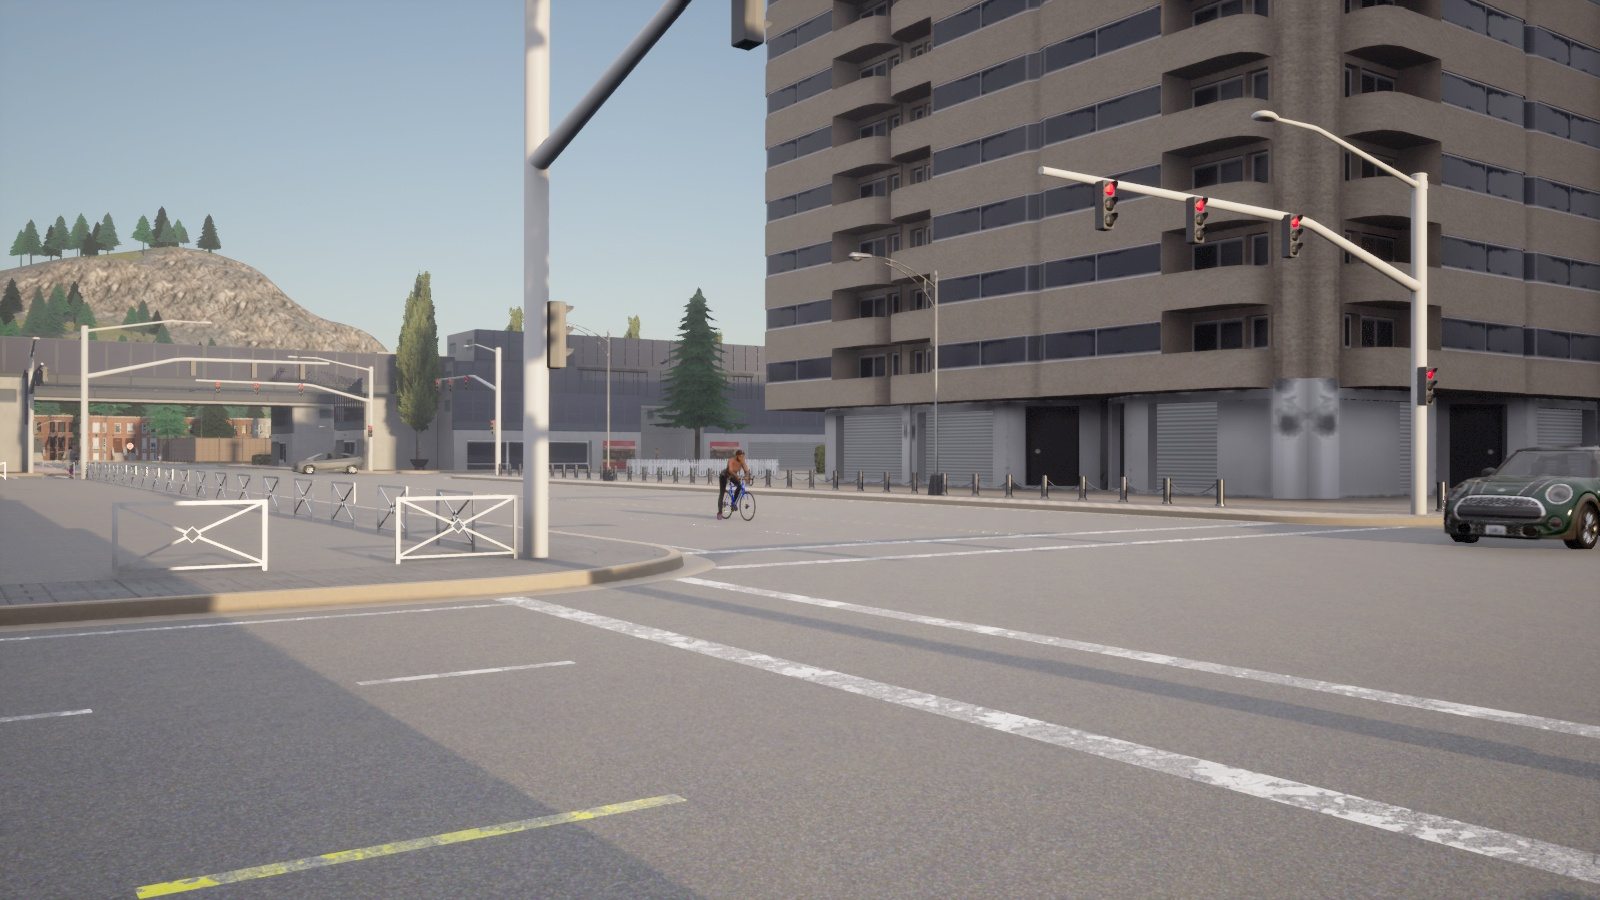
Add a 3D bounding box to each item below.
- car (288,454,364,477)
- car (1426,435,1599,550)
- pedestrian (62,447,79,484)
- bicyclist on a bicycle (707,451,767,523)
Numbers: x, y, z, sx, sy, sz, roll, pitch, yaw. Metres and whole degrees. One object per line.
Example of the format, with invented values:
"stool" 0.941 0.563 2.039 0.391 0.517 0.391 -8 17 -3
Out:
"car" -32.383 1.026 85.851 4.514 1.525 2.007 0 0 -35
"car" 12.919 0.657 21.431 4.553 1.767 2.097 0 0 -36
"pedestrian" -39.268 0.839 67.617 0.659 1.952 0.873 0 0 -41
"bicyclist on a bicycle" -1.467 0.827 28.998 0.582 1.620 1.656 0 0 -35
